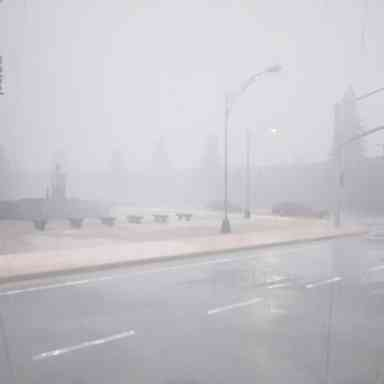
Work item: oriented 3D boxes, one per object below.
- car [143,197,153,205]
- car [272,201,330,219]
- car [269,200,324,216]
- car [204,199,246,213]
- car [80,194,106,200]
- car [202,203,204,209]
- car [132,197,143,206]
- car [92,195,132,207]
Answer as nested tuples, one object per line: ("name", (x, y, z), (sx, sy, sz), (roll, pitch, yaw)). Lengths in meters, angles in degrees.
("car", (-9.352, 1.680, 61.068), (4.181, 1.385, 1.994), (0, 0, 22))
("car", (9.912, 1.657, 30.806), (2.033, 1.411, 5.357), (0, 0, -36))
("car", (10.985, 1.672, 35.276), (2.033, 1.411, 5.357), (0, 0, -36))
("car", (4.050, 1.599, 38.502), (2.128, 1.511, 4.902), (0, 0, -39))
("car", (-18.893, 1.311, 63.802), (5.566, 2.045, 2.150), (0, 0, 10))
("car", (3.366, 1.684, 44.511), (4.181, 1.385, 1.994), (0, 0, 44))
("car", (-10.940, 1.600, 54.201), (4.892, 1.490, 1.837), (0, 0, 23))
("car", (-12.198, 1.573, 50.947), (4.902, 1.511, 2.128), (0, 0, 23))
